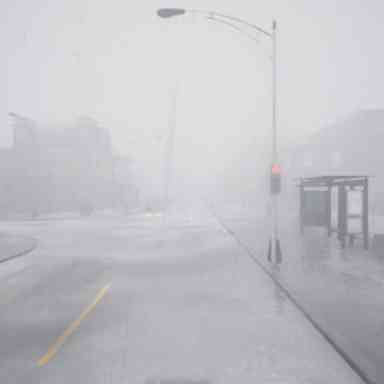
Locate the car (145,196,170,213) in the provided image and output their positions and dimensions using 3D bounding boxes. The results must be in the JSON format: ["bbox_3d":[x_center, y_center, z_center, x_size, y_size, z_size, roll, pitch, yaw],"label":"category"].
[{"bbox_3d":[-4.027,1.467,37.014,2.128,1.511,4.902,0,0,0],"label":"car"}]

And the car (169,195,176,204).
[{"bbox_3d":[-4.045,1.391,61.897,1.882,1.535,5.008,0,0,0],"label":"car"}]
